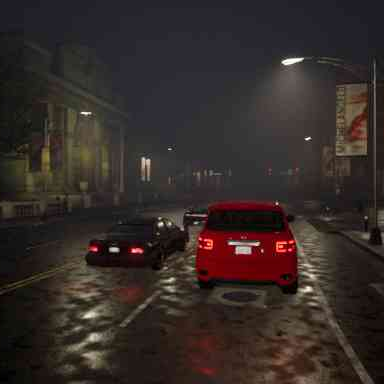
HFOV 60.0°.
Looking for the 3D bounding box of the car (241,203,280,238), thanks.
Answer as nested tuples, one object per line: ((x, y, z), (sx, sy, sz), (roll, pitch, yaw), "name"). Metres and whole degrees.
((3.942, 1.478, 18.723), (1.882, 1.535, 5.008), (0, 0, 14), "car")

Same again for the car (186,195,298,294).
((1.591, 1.221, 9.061), (2.150, 2.045, 5.566), (0, 0, 13), "car")

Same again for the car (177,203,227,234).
((0.798, 1.491, 20.554), (2.128, 1.511, 4.902), (0, 0, 14), "car")

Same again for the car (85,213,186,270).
((-1.483, 1.547, 11.076), (2.033, 1.411, 5.357), (0, 0, 12), "car")
